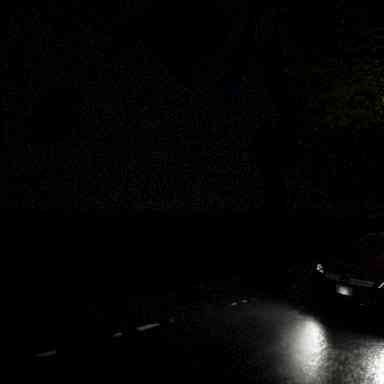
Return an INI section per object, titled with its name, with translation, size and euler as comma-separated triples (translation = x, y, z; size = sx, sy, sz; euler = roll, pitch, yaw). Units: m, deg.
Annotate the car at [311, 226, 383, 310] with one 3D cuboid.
[car]
translation = 4.591, 1.484, 7.217
size = 4.674, 1.442, 1.812
euler = 0, 0, -35
